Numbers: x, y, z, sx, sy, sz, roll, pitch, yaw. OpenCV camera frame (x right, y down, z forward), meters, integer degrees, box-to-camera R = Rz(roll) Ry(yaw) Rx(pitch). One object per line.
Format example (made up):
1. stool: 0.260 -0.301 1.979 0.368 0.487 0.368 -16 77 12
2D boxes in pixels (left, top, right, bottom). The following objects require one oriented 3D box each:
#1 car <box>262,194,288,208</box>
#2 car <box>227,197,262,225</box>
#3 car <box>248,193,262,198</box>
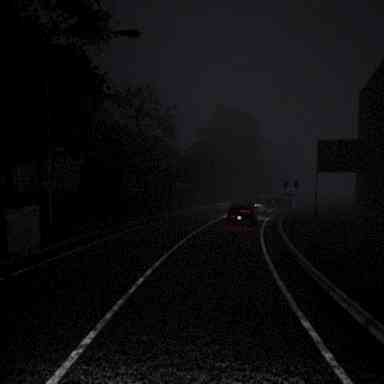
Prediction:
1. car: 10.593 1.024 41.168 1.882 1.535 5.008 3 2 27
2. car: 3.685 1.393 23.778 1.837 1.490 4.892 1 1 15
3. car: 9.046 0.865 46.097 2.033 1.411 5.357 3 3 29
